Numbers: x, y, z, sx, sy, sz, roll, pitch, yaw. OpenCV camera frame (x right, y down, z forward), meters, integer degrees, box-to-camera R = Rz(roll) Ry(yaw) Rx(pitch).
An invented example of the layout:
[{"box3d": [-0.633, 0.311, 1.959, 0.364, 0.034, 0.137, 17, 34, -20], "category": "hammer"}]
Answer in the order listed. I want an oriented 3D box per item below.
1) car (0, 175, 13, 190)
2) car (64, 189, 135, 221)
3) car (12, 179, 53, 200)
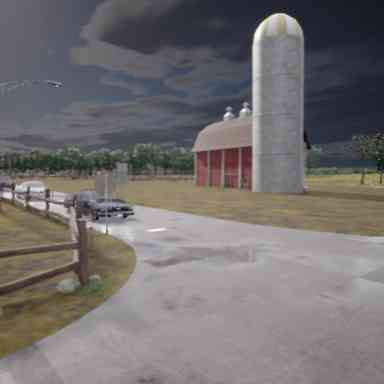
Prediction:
[{"box3d": [-21.050, -1.051, 36.798, 2.097, 1.767, 4.553, -2, 4, -39], "category": "car"}, {"box3d": [-5.047, 0.546, 17.499, 2.033, 1.411, 5.357, -2, 4, -40], "category": "car"}, {"box3d": [-12.675, -0.155, 26.682, 1.812, 1.442, 4.674, -2, 4, -40], "category": "car"}]
